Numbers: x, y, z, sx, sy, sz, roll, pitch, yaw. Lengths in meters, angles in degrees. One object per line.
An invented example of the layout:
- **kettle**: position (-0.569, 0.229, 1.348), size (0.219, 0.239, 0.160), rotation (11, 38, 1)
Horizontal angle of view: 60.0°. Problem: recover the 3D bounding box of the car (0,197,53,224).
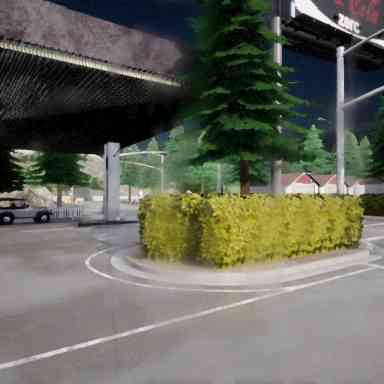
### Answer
- **car**: position (-12.012, 1.313, 23.449), size (3.866, 1.878, 1.905), rotation (0, 0, -36)
